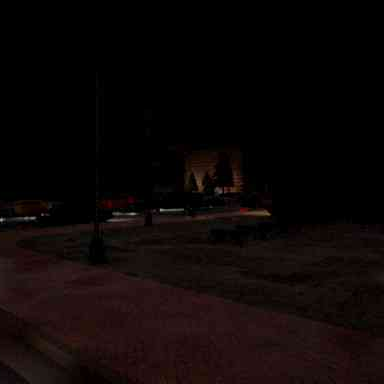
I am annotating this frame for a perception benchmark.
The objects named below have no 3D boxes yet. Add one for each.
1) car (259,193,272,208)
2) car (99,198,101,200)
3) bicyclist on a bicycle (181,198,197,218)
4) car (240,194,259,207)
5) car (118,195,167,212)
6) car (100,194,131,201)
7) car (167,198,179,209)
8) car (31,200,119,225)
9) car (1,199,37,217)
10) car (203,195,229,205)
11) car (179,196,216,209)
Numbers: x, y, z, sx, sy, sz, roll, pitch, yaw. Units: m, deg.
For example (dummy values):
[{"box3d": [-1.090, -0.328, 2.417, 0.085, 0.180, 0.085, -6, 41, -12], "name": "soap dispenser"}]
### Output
[{"box3d": [12.047, 1.351, 48.064, 2.097, 1.767, 4.553, 0, 0, 41], "name": "car"}, {"box3d": [-11.227, 1.564, 31.543, 1.994, 1.385, 4.181, 0, 0, 40], "name": "car"}, {"box3d": [-0.267, 1.301, 26.728, 1.656, 1.620, 0.582, 0, 0, 40], "name": "bicyclist on a bicycle"}, {"box3d": [9.097, 1.505, 50.002, 1.837, 1.490, 4.892, 0, 0, 41], "name": "car"}, {"box3d": [-5.563, 1.478, 38.262, 1.882, 1.535, 5.008, 0, 0, 40], "name": "car"}, {"box3d": [-9.472, 1.221, 39.056, 2.150, 2.045, 5.566, 0, 0, 41], "name": "car"}, {"box3d": [-2.860, 1.547, 46.891, 2.033, 1.411, 5.357, 0, 0, 40], "name": "car"}, {"box3d": [-8.248, 1.547, 23.906, 2.033, 1.411, 5.357, 0, 0, 40], "name": "car"}, {"box3d": [-15.880, 1.478, 31.467, 1.882, 1.535, 5.008, 0, 0, 40], "name": "car"}, {"box3d": [3.658, 1.564, 54.552, 1.994, 1.385, 4.181, 0, 0, 41], "name": "car"}, {"box3d": [0.845, 1.601, 45.841, 1.895, 1.301, 4.718, 0, 0, 40], "name": "car"}]
